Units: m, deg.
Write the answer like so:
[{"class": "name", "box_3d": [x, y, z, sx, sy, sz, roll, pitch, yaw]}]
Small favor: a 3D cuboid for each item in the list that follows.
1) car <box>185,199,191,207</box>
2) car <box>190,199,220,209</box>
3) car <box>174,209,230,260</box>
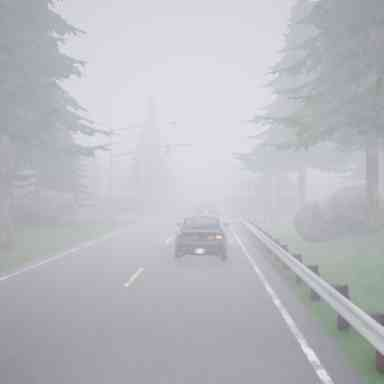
[{"class": "car", "box_3d": [-0.166, 2.135, 66.215, 1.837, 1.490, 4.892, 0, 0, 3]}, {"class": "car", "box_3d": [1.233, 1.617, 27.908, 2.097, 1.767, 4.553, 0, -1, 4]}, {"class": "car", "box_3d": [0.401, 1.633, 13.016, 1.837, 1.490, 4.892, 0, 0, 4]}]
